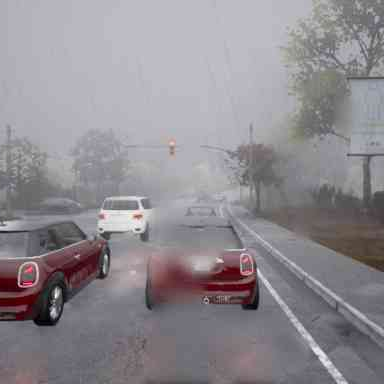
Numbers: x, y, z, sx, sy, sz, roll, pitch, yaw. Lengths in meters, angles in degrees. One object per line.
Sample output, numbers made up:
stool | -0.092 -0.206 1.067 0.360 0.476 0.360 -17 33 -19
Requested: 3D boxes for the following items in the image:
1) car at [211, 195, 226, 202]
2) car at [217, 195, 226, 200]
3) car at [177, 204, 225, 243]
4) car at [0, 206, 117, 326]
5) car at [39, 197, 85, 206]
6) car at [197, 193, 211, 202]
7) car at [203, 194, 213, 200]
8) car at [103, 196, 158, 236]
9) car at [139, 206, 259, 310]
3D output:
car | 6.001 1.587 75.576 1.895 1.301 4.718 0 0 9
car | 7.693 1.389 85.668 1.812 1.442 4.674 0 0 10
car | 0.473 1.491 17.199 2.128 1.511 4.902 0 0 2
car | -3.290 1.352 7.247 2.097 1.767 4.553 0 0 1
car | -13.298 1.350 34.354 4.553 1.767 2.097 0 0 0
car | 2.471 1.215 75.666 2.150 2.045 5.566 0 0 9
car | 4.172 1.324 85.862 1.882 1.535 5.008 0 0 10
car | -3.046 1.221 16.924 2.150 2.045 5.566 0 0 2
car | 0.219 1.352 7.992 2.097 1.767 4.553 0 0 1
